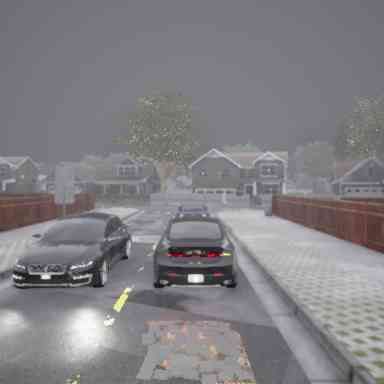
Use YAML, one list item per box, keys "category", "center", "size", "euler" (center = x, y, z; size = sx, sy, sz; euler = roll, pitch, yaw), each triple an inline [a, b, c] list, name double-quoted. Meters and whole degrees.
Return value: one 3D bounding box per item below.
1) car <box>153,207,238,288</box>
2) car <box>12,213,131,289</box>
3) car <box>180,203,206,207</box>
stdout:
- category: "car"
  center: [0.072, 1.375, 8.821]
  size: [1.837, 1.490, 4.892]
  euler: [0, 1, 0]
- category: "car"
  center: [-2.863, 1.372, 8.933]
  size: [1.837, 1.490, 4.892]
  euler: [0, 1, 0]
- category: "car"
  center: [0.049, 1.304, 20.199]
  size: [1.895, 1.301, 4.718]
  euler: [0, 1, 0]
